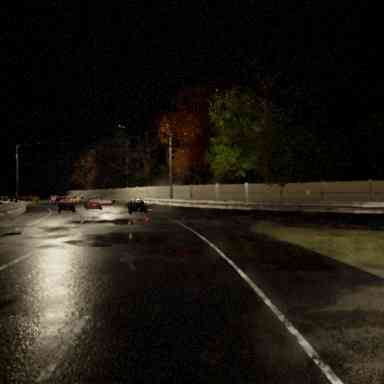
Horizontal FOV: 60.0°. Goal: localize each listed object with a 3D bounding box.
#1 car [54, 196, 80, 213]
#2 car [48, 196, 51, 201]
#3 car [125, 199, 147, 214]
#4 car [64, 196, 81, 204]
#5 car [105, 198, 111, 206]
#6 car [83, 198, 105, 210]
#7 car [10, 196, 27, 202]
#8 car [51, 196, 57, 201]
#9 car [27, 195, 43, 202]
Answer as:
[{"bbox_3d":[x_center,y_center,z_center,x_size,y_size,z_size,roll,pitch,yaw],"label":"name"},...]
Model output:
[{"bbox_3d":[-14.714,1.592,39.098,2.128,1.511,4.902,0,0,-21],"label":"car"},{"bbox_3d":[-34.512,1.647,82.758,1.895,1.301,4.718,0,0,-34],"label":"car"},{"bbox_3d":[-6.015,1.533,35.417,2.128,1.511,4.902,0,0,-18],"label":"car"},{"bbox_3d":[-25.833,1.655,71.586,1.882,1.535,5.008,0,0,-39],"label":"car"},{"bbox_3d":[-15.024,1.704,55.600,1.895,1.301,4.718,0,0,-30],"label":"car"},{"bbox_3d":[-13.566,1.657,45.252,1.994,1.385,4.181,0,0,-24],"label":"car"},{"bbox_3d":[-41.189,1.621,77.738,4.674,1.442,1.812,0,0,40],"label":"car"},{"bbox_3d":[-30.306,1.733,77.145,2.128,1.511,4.902,0,0,-37],"label":"car"},{"bbox_3d":[-38.798,1.559,80.293,5.008,1.535,1.882,0,0,40],"label":"car"}]
